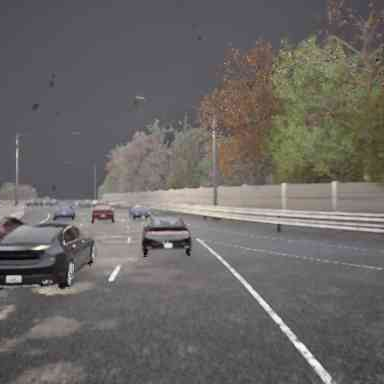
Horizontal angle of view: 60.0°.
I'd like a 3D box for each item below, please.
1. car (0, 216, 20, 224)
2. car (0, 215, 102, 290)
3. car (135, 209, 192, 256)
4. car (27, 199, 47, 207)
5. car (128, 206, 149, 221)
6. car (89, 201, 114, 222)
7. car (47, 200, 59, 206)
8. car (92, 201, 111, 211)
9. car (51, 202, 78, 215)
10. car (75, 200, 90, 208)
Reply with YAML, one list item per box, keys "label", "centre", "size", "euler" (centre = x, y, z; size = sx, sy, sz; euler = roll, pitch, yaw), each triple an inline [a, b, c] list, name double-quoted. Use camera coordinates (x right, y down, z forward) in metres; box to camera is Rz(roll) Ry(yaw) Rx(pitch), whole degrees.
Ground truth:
- label: "car"
  centre: [-8.126, 1.737, 14.080]
  size: [1.812, 1.442, 4.674]
  euler: [0, -1, -7]
- label: "car"
  centre: [-4.024, 1.642, 9.504]
  size: [1.837, 1.490, 4.892]
  euler: [0, -1, -6]
- label: "car"
  centre: [-1.145, 1.676, 13.955]
  size: [2.128, 1.511, 4.902]
  euler: [0, -1, -8]
- label: "car"
  centre: [-31.801, 2.149, 67.417]
  size: [2.097, 1.767, 4.553]
  euler: [0, -1, -42]
- label: "car"
  centre: [-5.110, 2.038, 32.580]
  size: [1.895, 1.301, 4.718]
  euler: [0, -1, -17]
- label: "car"
  centre: [-8.173, 1.899, 30.455]
  size: [1.882, 1.535, 5.008]
  euler: [0, -1, -16]
- label: "car"
  centre: [-29.124, 2.337, 69.668]
  size: [1.812, 1.442, 4.674]
  euler: [0, -1, -42]
- label: "car"
  centre: [-14.942, 2.237, 54.959]
  size: [1.882, 1.535, 5.008]
  euler: [0, -1, -29]
- label: "car"
  centre: [-13.021, 2.049, 34.110]
  size: [1.994, 1.385, 4.181]
  euler: [0, -1, -19]
- label: "car"
  centre: [-21.175, 2.514, 65.592]
  size: [1.895, 1.301, 4.718]
  euler: [0, -1, -30]
